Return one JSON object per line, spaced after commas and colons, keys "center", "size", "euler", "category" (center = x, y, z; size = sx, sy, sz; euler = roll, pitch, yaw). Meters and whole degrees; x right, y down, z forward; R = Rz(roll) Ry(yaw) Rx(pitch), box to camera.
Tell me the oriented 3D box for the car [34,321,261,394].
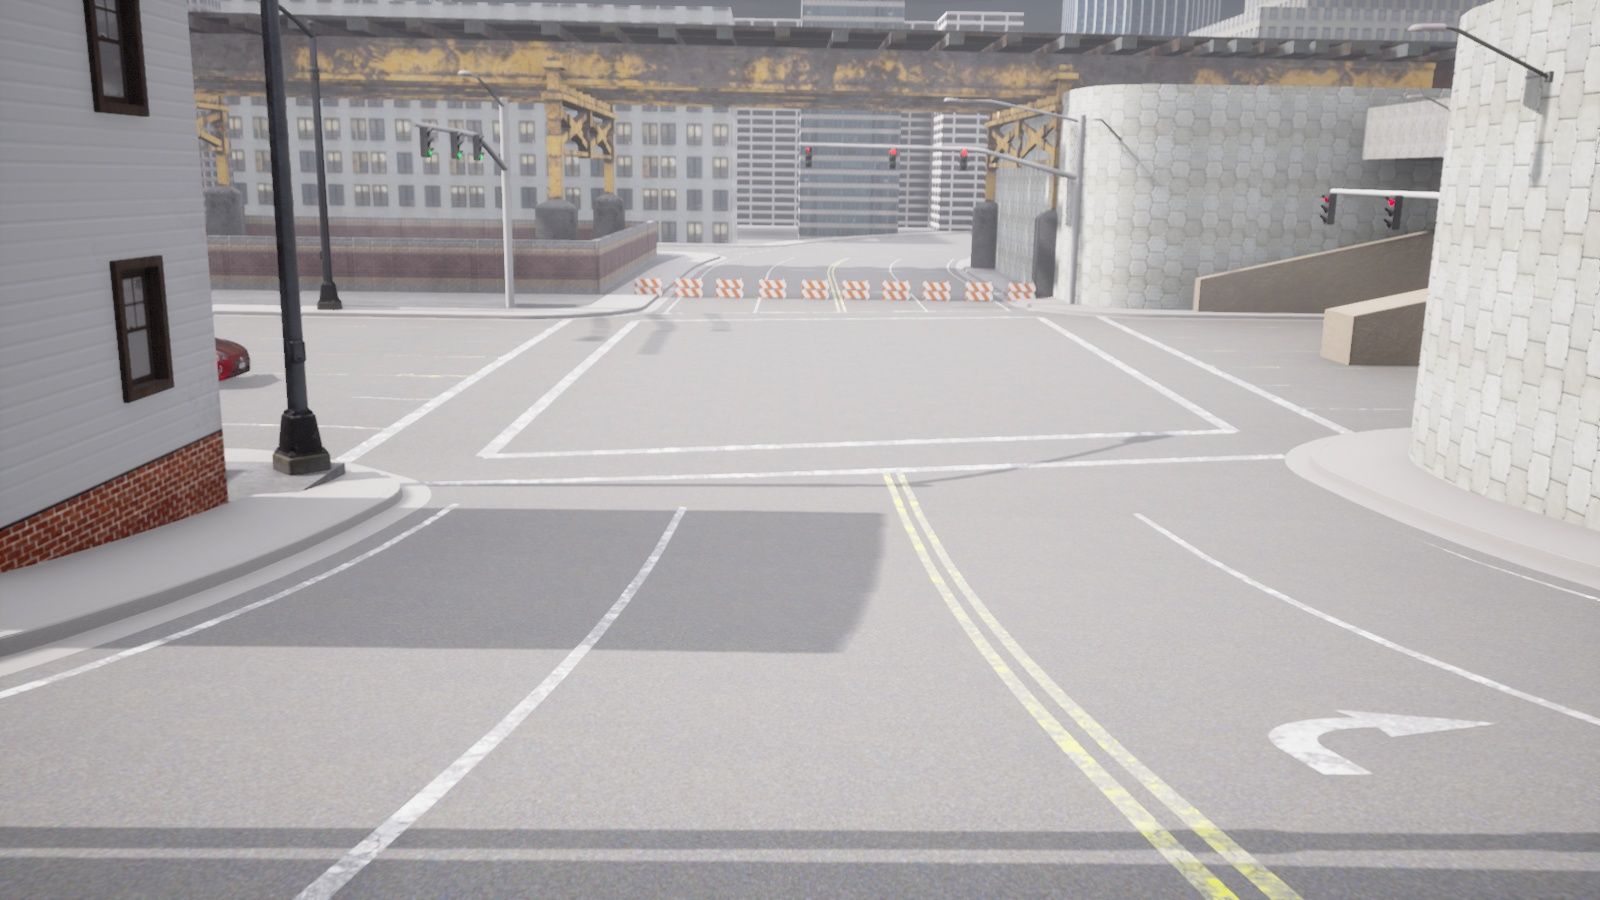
{"center": [-16.258, -2.347, 31.487], "size": [4.514, 1.525, 2.007], "euler": [0, 12, 0], "category": "car"}
